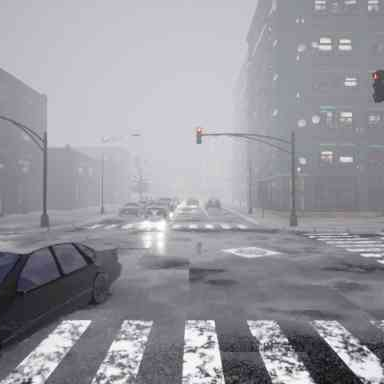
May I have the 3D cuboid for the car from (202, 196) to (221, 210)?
[{"bbox_3d":[2.714,1.450,43.185,1.967,1.590,4.097,1,0,0],"label":"car"}]

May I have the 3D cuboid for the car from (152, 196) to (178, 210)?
[{"bbox_3d":[-3.089,1.361,38.924,2.097,1.767,4.553,0,0,0],"label":"car"}]

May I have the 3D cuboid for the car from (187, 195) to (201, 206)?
[{"bbox_3d":[0.111,1.576,55.928,1.994,1.385,4.181,0,0,0],"label":"car"}]

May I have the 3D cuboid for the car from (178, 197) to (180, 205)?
[{"bbox_3d":[-3.083,1.537,47.919,1.812,1.442,4.674,0,0,0],"label":"car"}]

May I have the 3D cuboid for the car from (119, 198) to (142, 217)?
[{"bbox_3d":[-5.747,1.552,31.757,1.887,1.381,4.507,1,0,0],"label":"car"}]

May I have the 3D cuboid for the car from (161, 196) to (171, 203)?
[{"bbox_3d":[-5.664,1.600,71.559,1.802,1.307,4.206,1,0,0],"label":"car"}]

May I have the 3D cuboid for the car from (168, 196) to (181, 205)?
[{"bbox_3d":[-3.042,1.492,58.345,1.882,1.535,5.008,0,0,1],"label":"car"}]

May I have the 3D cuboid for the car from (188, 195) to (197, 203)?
[{"bbox_3d":[0.093,1.495,69.976,1.882,1.535,5.008,0,0,0],"label":"car"}]

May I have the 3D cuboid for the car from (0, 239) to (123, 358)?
[{"bbox_3d":[-2.951,1.549,5.511,2.033,1.411,5.357,0,0,12],"label":"car"}]

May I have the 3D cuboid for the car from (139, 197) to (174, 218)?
[{"bbox_3d":[-3.092,1.499,29.905,2.128,1.511,4.902,0,0,0],"label":"car"}]
